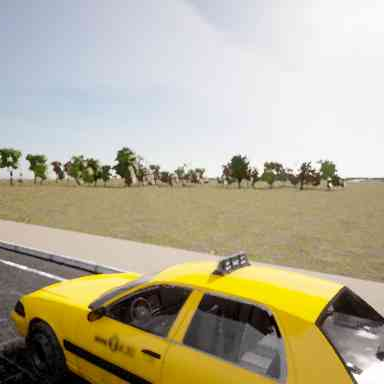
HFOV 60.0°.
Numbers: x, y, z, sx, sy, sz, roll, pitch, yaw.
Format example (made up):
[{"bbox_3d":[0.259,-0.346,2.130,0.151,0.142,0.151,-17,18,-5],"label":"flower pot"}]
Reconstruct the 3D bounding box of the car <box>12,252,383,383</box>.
[{"bbox_3d":[0.139,1.400,3.464,5.366,1.575,1.801,2,1,36],"label":"car"}]
